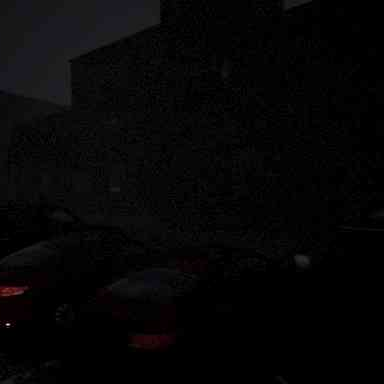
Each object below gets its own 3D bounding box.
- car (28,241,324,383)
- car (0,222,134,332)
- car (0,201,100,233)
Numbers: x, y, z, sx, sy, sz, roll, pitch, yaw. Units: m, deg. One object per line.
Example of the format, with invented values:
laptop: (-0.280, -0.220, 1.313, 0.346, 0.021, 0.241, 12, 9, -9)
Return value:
car: (0.325, 1.523, 5.119, 2.002, 1.452, 4.674, 0, 0, 36)
car: (-1.884, 1.528, 6.696, 2.002, 1.452, 4.674, 0, 0, 35)
car: (-4.130, 1.242, 8.335, 2.435, 2.045, 5.566, 0, 0, 35)
